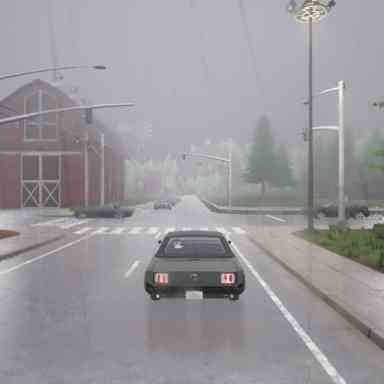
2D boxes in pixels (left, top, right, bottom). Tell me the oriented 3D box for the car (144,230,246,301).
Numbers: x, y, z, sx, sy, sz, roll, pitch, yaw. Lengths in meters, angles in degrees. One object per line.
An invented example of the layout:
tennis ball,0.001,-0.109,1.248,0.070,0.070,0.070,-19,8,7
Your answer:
car,0.066,1.601,8.300,1.895,1.301,4.718,0,0,0

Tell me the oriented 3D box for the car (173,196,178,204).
car,-3.593,1.505,52.134,1.837,1.490,4.892,0,0,0

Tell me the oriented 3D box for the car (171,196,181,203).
car,-3.501,1.590,72.514,1.895,1.301,4.718,0,0,0

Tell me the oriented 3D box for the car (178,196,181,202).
car,-3.563,1.505,62.206,1.837,1.490,4.892,0,0,0

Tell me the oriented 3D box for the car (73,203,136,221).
car,-6.984,1.577,26.692,4.718,1.301,1.895,0,0,-1

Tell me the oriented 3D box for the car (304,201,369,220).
car,11.694,1.451,27.029,5.008,1.535,1.882,0,0,-1

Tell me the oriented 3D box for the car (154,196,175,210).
car,-3.599,1.564,42.112,1.994,1.385,4.181,0,0,0
